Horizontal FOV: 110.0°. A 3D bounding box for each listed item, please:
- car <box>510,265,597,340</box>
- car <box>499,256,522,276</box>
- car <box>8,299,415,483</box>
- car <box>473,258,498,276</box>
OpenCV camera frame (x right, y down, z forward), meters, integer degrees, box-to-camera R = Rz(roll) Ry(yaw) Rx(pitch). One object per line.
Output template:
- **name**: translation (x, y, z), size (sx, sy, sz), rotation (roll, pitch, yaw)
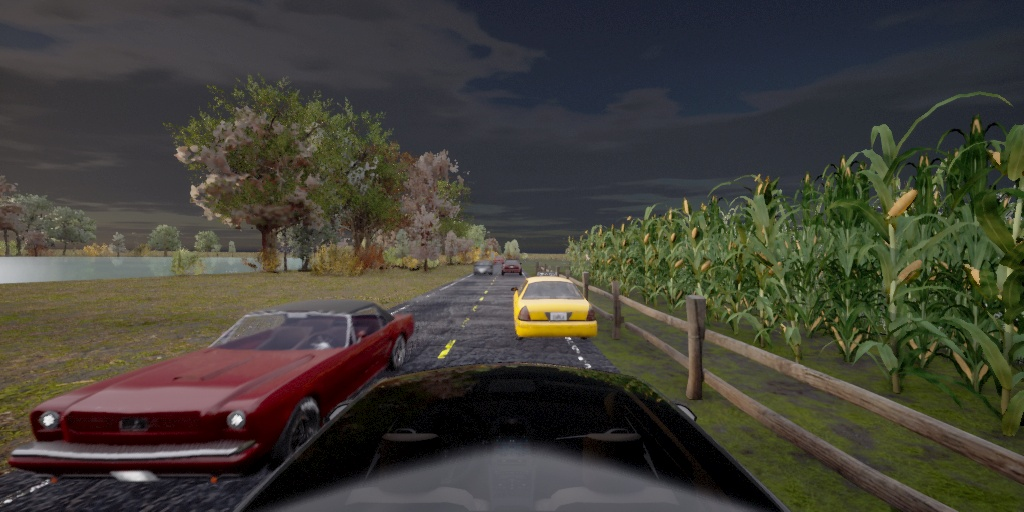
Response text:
- **car**: translation (0.938, 1.204, 9.861), size (1.801, 1.575, 5.366), rotation (0, 0, 0)
- **car**: translation (-0.031, 1.097, 37.931), size (2.097, 1.767, 4.553), rotation (0, 0, 0)
- **car**: translation (-2.860, 1.350, 4.911), size (1.895, 1.301, 4.718), rotation (0, 0, 0)
- **car**: translation (-2.854, 1.236, 36.438), size (2.128, 1.511, 4.902), rotation (0, 0, 0)
